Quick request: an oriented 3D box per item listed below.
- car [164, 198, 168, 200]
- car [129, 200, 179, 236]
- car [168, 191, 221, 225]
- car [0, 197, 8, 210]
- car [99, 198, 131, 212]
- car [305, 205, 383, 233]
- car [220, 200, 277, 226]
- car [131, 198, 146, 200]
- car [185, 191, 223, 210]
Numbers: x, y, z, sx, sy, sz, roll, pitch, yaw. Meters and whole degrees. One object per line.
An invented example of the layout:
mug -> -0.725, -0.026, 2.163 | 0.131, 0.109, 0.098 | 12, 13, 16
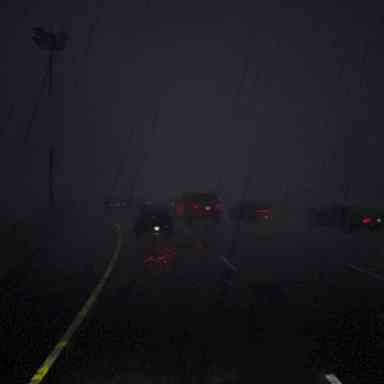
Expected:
car -> -2.552, 1.328, 39.047 | 1.895, 1.301, 4.718 | 0, 0, -27
car -> -2.153, 1.384, 17.546 | 1.837, 1.490, 4.892 | 0, 0, -13
car -> 0.219, 1.059, 22.586 | 2.150, 2.045, 5.566 | 0, 0, -16
car -> -22.096, 1.320, 37.660 | 2.033, 1.411, 5.357 | 0, 0, -34
car -> -8.568, 1.310, 35.578 | 2.033, 1.411, 5.357 | 0, 0, -27
car -> 8.458, 1.400, 18.453 | 2.033, 1.411, 5.357 | 0, 0, -12
car -> 3.880, 1.327, 22.174 | 2.128, 1.511, 4.902 | 0, 0, -14
car -> -6.466, 1.336, 38.981 | 1.895, 1.301, 4.718 | 0, 0, -28
car -> 1.304, 0.935, 39.115 | 2.150, 2.045, 5.566 | 0, 0, -26
